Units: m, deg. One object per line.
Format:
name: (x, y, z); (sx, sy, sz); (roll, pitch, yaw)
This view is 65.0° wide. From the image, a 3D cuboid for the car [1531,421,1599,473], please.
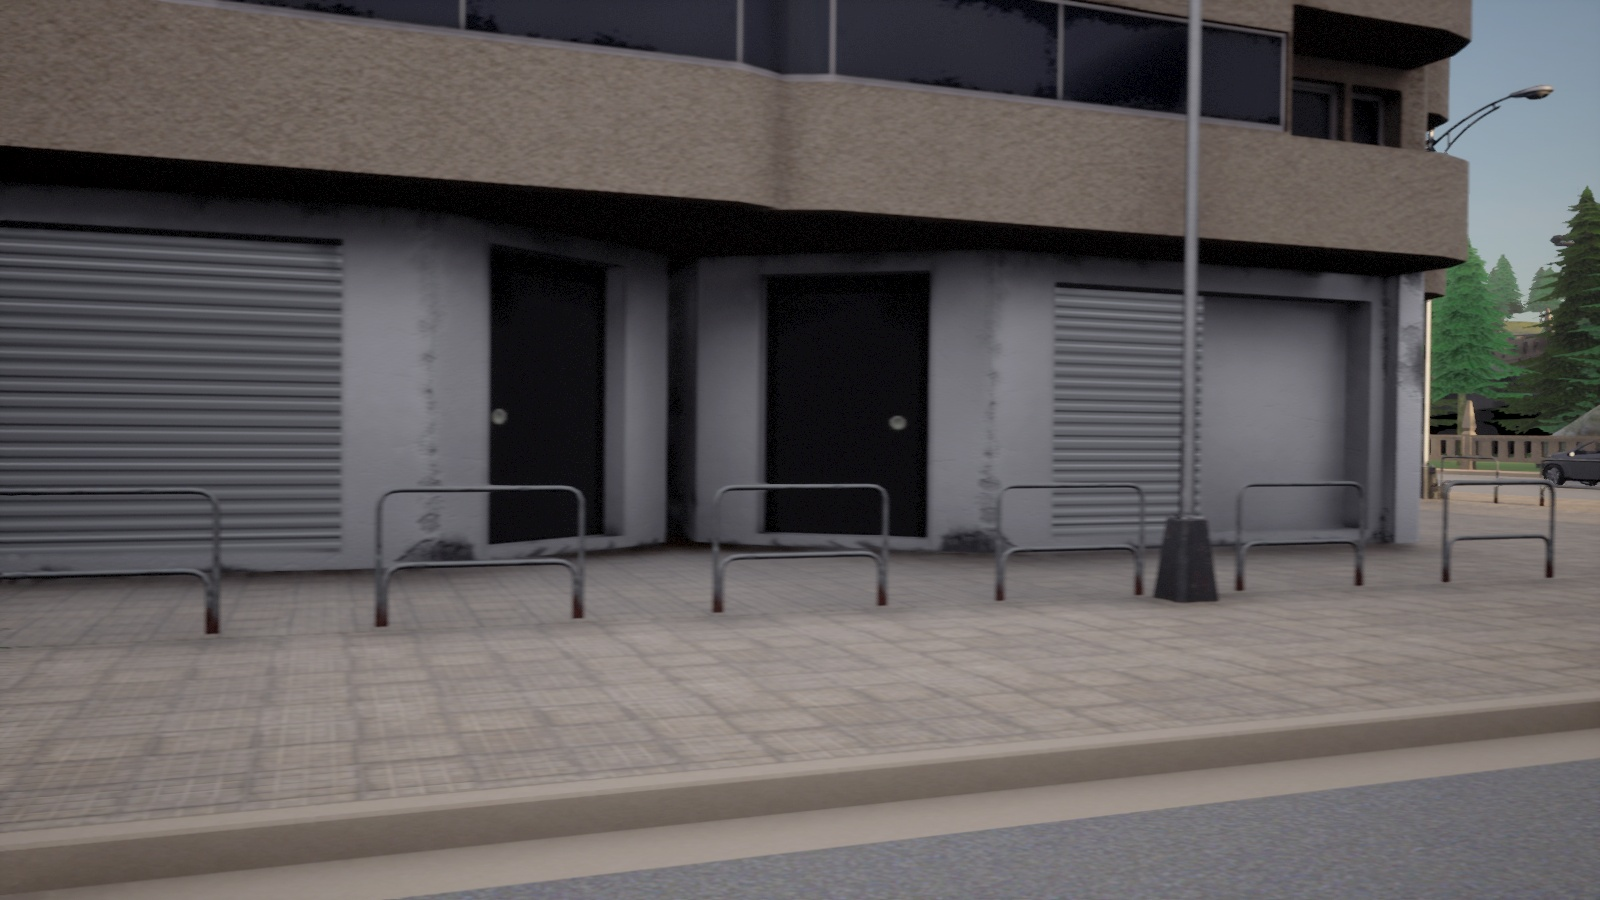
car: (23.926, -0.107, 37.155); (1.845, 1.501, 3.633); (-1, 1, -20)
